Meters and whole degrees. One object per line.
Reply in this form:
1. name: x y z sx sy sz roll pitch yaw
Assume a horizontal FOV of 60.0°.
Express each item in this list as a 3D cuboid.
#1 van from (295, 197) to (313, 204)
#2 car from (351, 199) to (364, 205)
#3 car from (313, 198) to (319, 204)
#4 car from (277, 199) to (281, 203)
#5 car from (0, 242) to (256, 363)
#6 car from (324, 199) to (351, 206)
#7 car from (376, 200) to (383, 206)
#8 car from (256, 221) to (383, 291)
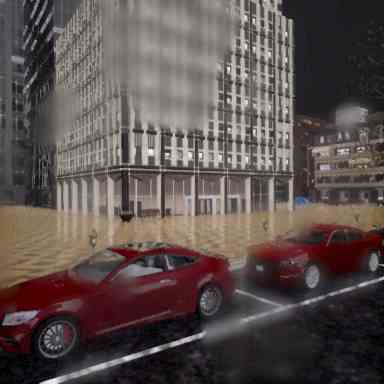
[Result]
1. van: 24.203 2.051 74.399 1.690 1.788 3.998 -2 0 -36
2. car: 35.628 2.118 73.100 1.802 1.307 4.206 -2 0 -36
3. car: 29.032 2.140 82.077 1.967 1.590 4.097 -2 0 -36
4. car: 22.499 2.445 91.096 1.802 1.307 4.206 -2 0 -36
5. car: -1.082 1.578 5.795 4.206 1.307 1.802 0 0 -35
6. car: 29.125 2.131 67.514 1.887 1.381 4.507 -1 0 -36
7. car: 35.206 1.985 59.041 2.008 1.369 4.403 -1 0 -36
8. car: 3.418 1.541 9.005 4.507 1.381 1.887 0 0 -35
